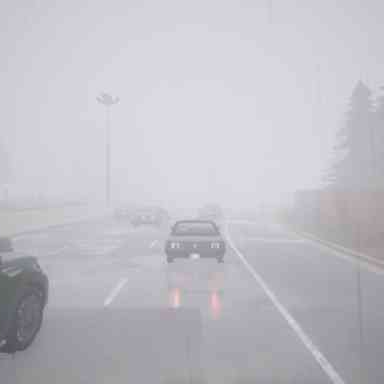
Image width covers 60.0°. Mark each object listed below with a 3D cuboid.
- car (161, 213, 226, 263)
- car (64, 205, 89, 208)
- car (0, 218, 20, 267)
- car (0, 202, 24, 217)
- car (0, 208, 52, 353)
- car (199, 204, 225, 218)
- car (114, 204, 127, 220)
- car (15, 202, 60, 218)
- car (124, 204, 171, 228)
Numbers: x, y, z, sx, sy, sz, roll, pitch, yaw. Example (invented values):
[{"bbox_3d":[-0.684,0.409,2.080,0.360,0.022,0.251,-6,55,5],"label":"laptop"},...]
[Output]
[{"bbox_3d":[0.132,1.659,12.270,1.895,1.301,4.718,0,0,1],"label":"car"},{"bbox_3d":[-11.950,1.663,33.031,1.837,1.490,4.892,0,-1,12],"label":"car"},{"bbox_3d":[-6.901,1.589,8.696,2.033,1.411,5.357,0,0,0],"label":"car"},{"bbox_3d":[-19.047,1.720,33.024,1.994,1.385,4.181,0,0,11],"label":"car"},{"bbox_3d":[-3.401,1.236,3.047,2.150,2.045,5.566,0,0,0],"label":"car"},{"bbox_3d":[1.812,1.703,29.456,1.994,1.385,4.181,0,0,11],"label":"car"},{"bbox_3d":[-5.293,1.703,29.491,1.994,1.385,4.181,0,0,10],"label":"car"},{"bbox_3d":[-15.406,1.723,33.491,1.994,1.385,4.181,0,0,12],"label":"car"},{"bbox_3d":[-2.742,1.657,23.127,2.033,1.411,5.357,0,0,6],"label":"car"}]
